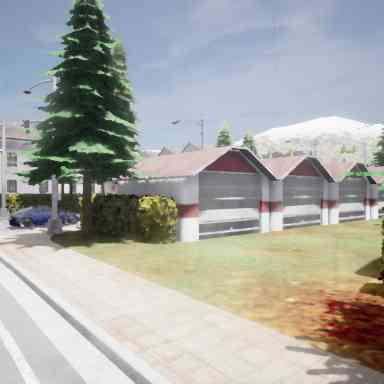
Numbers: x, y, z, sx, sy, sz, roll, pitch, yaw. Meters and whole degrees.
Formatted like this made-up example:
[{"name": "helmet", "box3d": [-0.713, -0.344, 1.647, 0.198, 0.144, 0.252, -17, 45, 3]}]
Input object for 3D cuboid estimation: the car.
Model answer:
[{"name": "car", "box3d": [-9.589, 1.579, 21.799, 4.181, 1.385, 1.994, 0, 0, -39]}]
